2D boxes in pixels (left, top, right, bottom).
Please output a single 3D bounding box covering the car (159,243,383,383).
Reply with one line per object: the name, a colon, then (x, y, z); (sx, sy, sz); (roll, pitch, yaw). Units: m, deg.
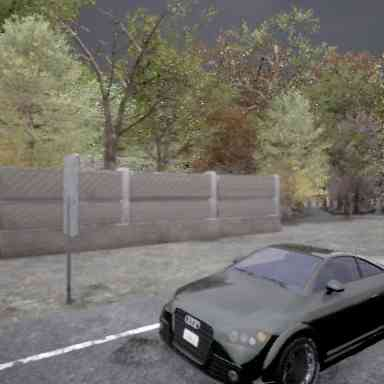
car: (1.612, 1.547, 5.122); (4.181, 1.385, 1.994); (0, 2, -36)
